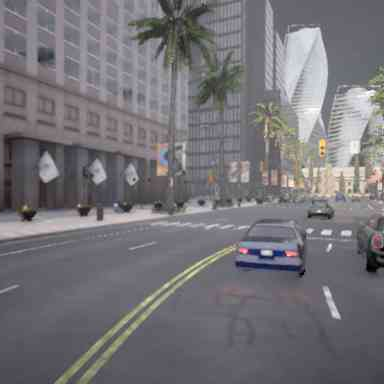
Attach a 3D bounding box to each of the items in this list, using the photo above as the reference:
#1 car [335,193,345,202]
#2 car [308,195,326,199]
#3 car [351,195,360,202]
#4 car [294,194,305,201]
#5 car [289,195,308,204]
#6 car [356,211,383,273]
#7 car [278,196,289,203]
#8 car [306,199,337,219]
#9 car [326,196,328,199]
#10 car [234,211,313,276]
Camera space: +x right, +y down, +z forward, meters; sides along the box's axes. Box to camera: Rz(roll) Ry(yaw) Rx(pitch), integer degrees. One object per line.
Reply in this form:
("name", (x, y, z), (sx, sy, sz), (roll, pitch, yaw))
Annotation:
("car", (36.992, 1.382, 83.070), (2.150, 2.045, 5.566), (0, 0, 25))
("car", (24.626, 1.579, 65.407), (1.882, 1.535, 5.008), (0, 0, 26))
("car", (40.300, 1.766, 81.887), (1.895, 1.301, 4.718), (0, 0, 25))
("car", (29.151, 1.469, 90.151), (2.185, 1.767, 4.553), (0, 0, 25))
("car", (21.449, 1.610, 66.876), (2.128, 1.511, 4.902), (0, 0, 26))
("car", (6.472, 1.383, 10.499), (2.097, 1.767, 4.553), (0, 0, 22))
("car", (19.603, 1.587, 70.406), (2.161, 1.482, 4.786), (0, 0, 25))
("car", (11.759, 1.612, 30.262), (1.994, 1.385, 4.181), (0, 0, 26))
("car", (31.648, 1.632, 79.985), (1.837, 1.490, 4.892), (0, 0, 26))
("car", (2.673, 1.557, 10.583), (2.033, 1.411, 5.357), (0, 0, 19))
